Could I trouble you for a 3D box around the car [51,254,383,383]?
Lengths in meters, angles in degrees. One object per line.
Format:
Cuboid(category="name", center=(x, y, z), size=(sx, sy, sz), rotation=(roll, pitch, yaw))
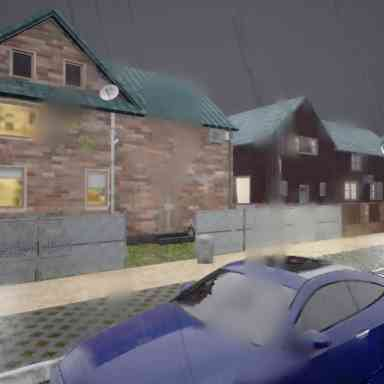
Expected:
Cuboid(category="car", center=(0.901, 1.526, 3.720), size=(4.674, 1.442, 1.812), rotation=(0, 0, -36))
